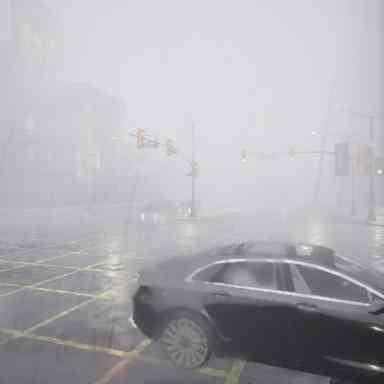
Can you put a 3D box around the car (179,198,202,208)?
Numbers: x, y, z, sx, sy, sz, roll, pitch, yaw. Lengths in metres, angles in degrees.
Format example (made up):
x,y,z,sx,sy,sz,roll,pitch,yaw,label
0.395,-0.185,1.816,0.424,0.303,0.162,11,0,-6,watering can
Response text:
x,y,z,sx,sy,sz,roll,pitch,yaw,label
-0.206,1.601,48.505,1.895,1.301,4.718,0,0,21,car

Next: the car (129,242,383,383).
x,y,z,sx,sy,sz,roll,pitch,yaw,label
1.533,1.493,4.501,4.902,1.511,2.128,0,0,21,car

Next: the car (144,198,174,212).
x,y,z,sx,sy,sz,roll,pitch,yaw,label
-3.785,1.478,38.938,1.882,1.535,5.008,0,0,23,car
